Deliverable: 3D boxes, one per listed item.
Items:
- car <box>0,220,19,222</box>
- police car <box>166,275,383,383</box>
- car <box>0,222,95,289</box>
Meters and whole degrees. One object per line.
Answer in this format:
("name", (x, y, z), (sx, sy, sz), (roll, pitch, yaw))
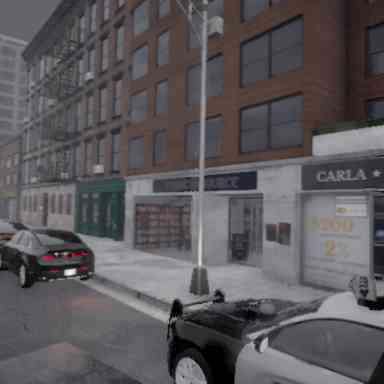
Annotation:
("car", (-8.654, 2.011, 15.128), (1.882, 1.535, 5.008), (3, -3, -40))
("police car", (1.670, 1.616, 3.055), (1.930, 1.638, 5.238), (3, -3, -40))
("car", (-4.757, 1.910, 10.567), (1.837, 1.490, 4.892), (3, -3, -40))
